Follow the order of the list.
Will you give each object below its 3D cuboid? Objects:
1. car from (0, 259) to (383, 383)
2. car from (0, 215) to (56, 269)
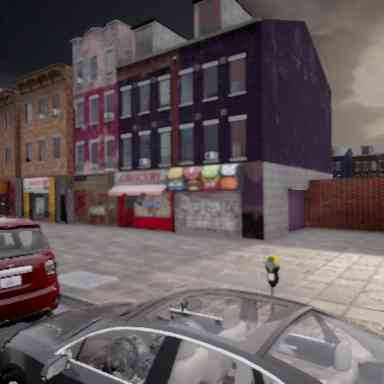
[{"bbox_3d":[0.011,1.555,2.812,4.403,1.369,2.008,0,-1,36],"label":"car"},{"bbox_3d":[-4.445,1.335,5.993,5.009,1.841,2.192,0,-1,36],"label":"car"}]
